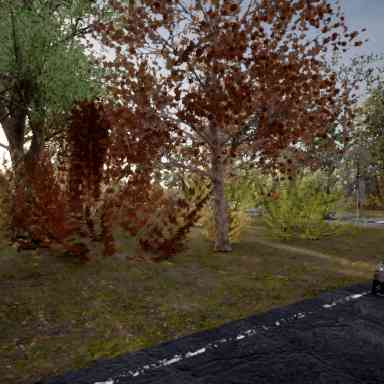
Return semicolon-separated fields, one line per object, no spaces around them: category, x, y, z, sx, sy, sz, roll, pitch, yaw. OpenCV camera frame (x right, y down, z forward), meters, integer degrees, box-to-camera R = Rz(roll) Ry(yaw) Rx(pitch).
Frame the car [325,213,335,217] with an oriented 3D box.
car;9.281;1.157;27.116;2.097;1.767;4.553;-1;1;-36

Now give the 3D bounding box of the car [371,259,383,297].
car;5.698;1.564;7.094;4.181;1.385;1.994;0;0;-35
